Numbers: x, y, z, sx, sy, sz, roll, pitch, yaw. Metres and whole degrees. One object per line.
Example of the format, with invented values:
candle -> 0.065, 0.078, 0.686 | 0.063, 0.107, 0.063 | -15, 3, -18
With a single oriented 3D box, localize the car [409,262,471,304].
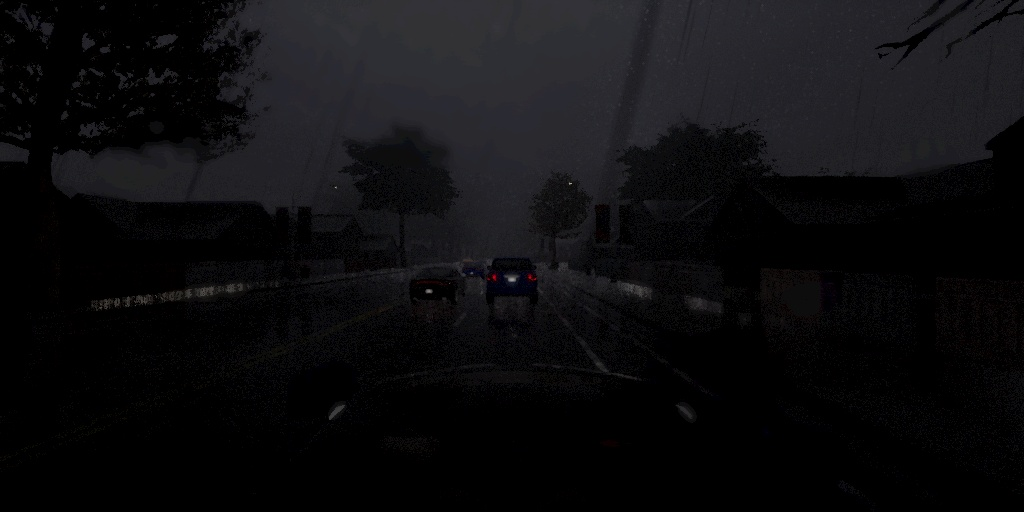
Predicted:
car -> -3.250, 1.234, 16.499 | 1.882, 1.535, 5.008 | 0, 0, 0

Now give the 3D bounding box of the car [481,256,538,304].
car -> 0.000, 1.007, 16.530 | 2.150, 2.045, 5.566 | 0, 0, 0

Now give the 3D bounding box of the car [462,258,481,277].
car -> -3.250, 1.235, 31.500 | 1.882, 1.535, 5.008 | 0, 0, 0
